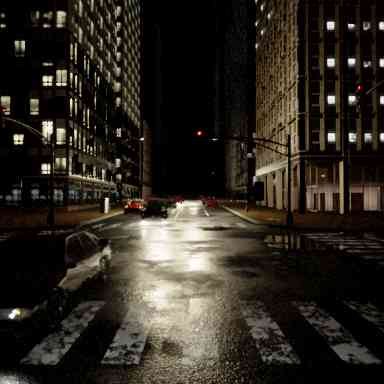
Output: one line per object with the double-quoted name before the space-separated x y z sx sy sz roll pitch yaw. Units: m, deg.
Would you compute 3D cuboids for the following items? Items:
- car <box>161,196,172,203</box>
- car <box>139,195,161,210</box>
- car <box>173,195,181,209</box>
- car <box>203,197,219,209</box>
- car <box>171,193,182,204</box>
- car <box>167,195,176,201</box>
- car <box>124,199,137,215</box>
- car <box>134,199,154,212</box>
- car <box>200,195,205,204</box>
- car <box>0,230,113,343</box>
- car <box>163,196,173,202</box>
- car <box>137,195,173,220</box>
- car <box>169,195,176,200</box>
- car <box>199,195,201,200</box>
"car" -5.567 1.573 72.861 1.887 1.381 4.507 1 0 0
"car" -5.605 1.332 44.986 2.192 1.841 5.009 1 0 0
"car" -3.029 1.565 45.214 2.033 1.411 5.357 0 0 0
"car" 2.770 1.599 45.035 1.802 1.307 4.206 1 0 0
"car" -2.943 1.247 61.043 2.150 2.045 5.566 0 0 1
"car" -5.543 1.587 89.587 2.008 1.369 4.403 1 0 0
"car" -5.624 1.453 33.835 1.967 1.590 4.097 1 0 0
"car" -5.618 1.597 39.410 1.802 1.307 4.206 1 0 0
"car" 2.789 1.547 56.361 1.752 1.417 4.829 1 0 0
"car" -3.090 1.550 7.019 2.033 1.411 5.357 0 0 0
"car" -5.559 1.582 78.436 2.008 1.369 4.403 1 0 0
"car" -3.058 1.363 28.449 2.097 1.767 4.553 0 0 0
"car" -5.535 1.605 95.162 1.947 1.339 4.313 1 0 0
"car" 2.796 1.590 61.768 1.947 1.339 4.313 1 0 0
